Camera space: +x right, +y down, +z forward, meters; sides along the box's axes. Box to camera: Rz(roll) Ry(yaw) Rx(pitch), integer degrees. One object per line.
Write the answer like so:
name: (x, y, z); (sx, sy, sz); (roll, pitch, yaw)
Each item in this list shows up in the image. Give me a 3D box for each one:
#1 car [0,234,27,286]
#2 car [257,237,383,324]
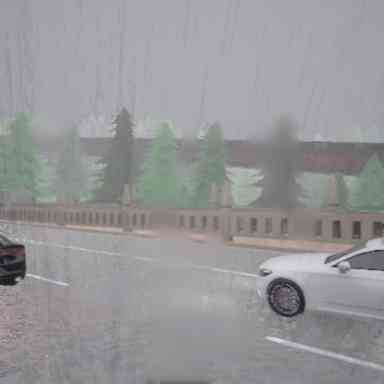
car: (-6.174, 1.542, 8.392); (5.008, 1.535, 1.882); (-1, 0, 35)
car: (3.455, 1.534, 5.825); (4.674, 1.442, 1.812); (0, 0, 35)
